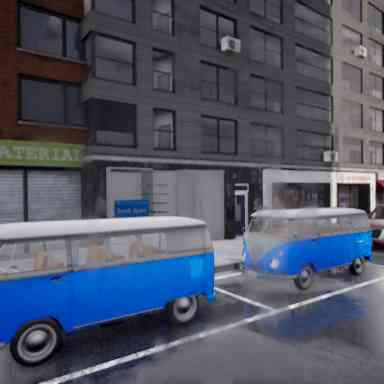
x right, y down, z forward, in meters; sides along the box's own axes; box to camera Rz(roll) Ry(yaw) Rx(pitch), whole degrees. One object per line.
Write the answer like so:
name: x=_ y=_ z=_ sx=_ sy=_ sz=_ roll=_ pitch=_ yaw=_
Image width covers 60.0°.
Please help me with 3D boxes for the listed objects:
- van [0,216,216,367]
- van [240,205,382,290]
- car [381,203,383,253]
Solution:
van: x=-1.481 y=1.338 z=5.487 sx=3.998 sy=1.788 sz=1.690 roll=0 pitch=-1 yaw=-35
van: x=3.069 y=1.330 z=8.727 sx=3.998 sy=1.788 sz=1.690 roll=0 pitch=-1 yaw=-35
car: x=7.619 y=1.296 z=11.968 sx=5.009 sy=1.841 sz=2.192 roll=0 pitch=-1 yaw=-35
